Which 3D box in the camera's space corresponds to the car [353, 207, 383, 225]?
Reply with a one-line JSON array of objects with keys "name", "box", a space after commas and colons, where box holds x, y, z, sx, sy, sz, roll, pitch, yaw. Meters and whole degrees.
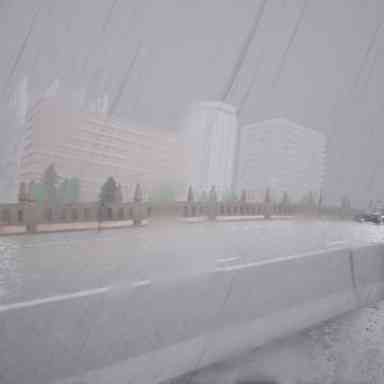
[{"name": "car", "box": [15.820, 2.013, 28.166, 5.357, 1.411, 2.033, 4, -2, -35]}]
